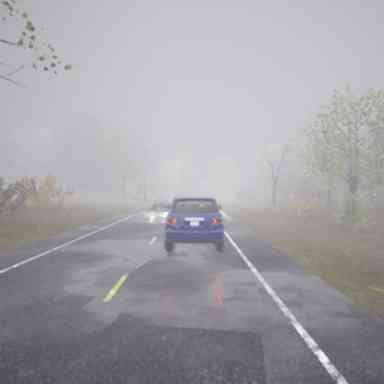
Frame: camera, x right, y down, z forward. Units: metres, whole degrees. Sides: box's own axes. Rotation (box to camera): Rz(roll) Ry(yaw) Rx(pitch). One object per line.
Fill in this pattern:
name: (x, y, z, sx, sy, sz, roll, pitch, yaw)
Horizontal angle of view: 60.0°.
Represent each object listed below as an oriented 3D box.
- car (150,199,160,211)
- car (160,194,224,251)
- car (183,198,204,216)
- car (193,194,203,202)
car: (-3.598, 1.429, 37.692, 1.895, 1.301, 4.718, 0, 0, 0)
car: (0.093, 1.153, 13.938, 2.150, 2.045, 5.566, 0, 0, 0)
car: (0.094, 1.379, 31.117, 1.812, 1.442, 4.674, 0, 0, 0)
car: (1.220, 1.209, 69.210, 1.801, 1.575, 5.366, 0, 0, 0)
